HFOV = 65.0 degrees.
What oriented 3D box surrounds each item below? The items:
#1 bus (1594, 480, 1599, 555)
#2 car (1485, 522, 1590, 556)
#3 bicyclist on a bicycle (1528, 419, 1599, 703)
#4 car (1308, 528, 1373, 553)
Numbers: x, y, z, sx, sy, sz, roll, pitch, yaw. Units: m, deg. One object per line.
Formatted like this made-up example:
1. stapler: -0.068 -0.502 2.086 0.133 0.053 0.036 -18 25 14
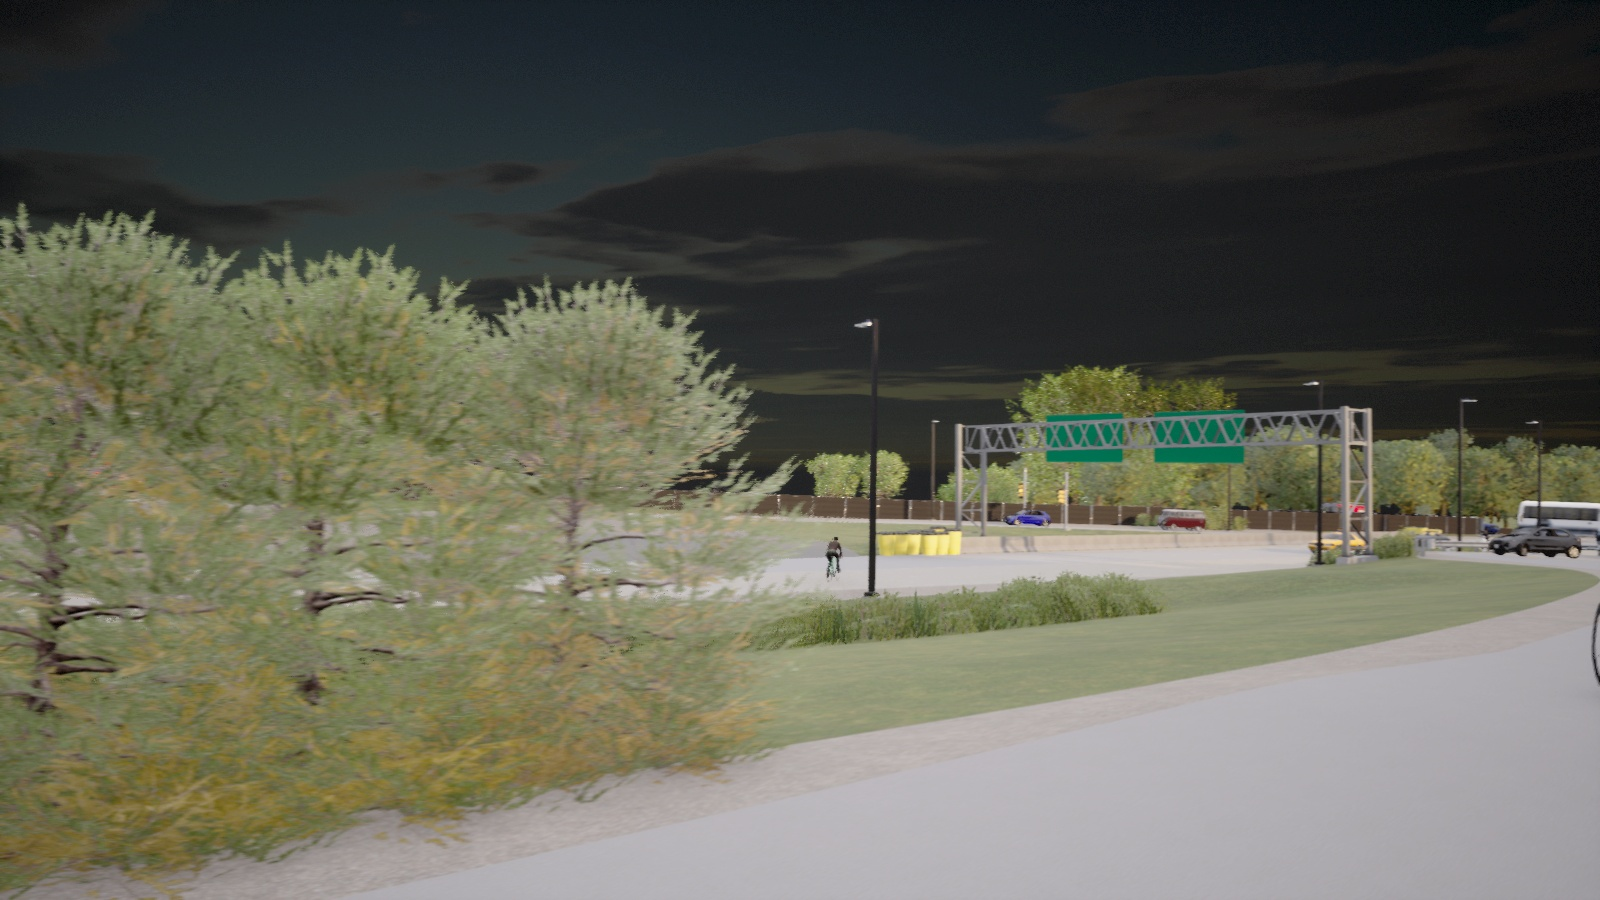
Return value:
1. bus: 50.784 4.203 71.996 10.273 4.253 3.944 4 -2 -26
2. car: 35.734 4.318 60.858 4.193 1.474 1.816 3 -3 -10
3. bicyclist on a bicycle: 5.688 0.743 8.502 1.843 1.776 0.659 4 -3 -38
4. car: 36.022 5.994 83.629 5.366 1.575 1.801 3 -2 -41
